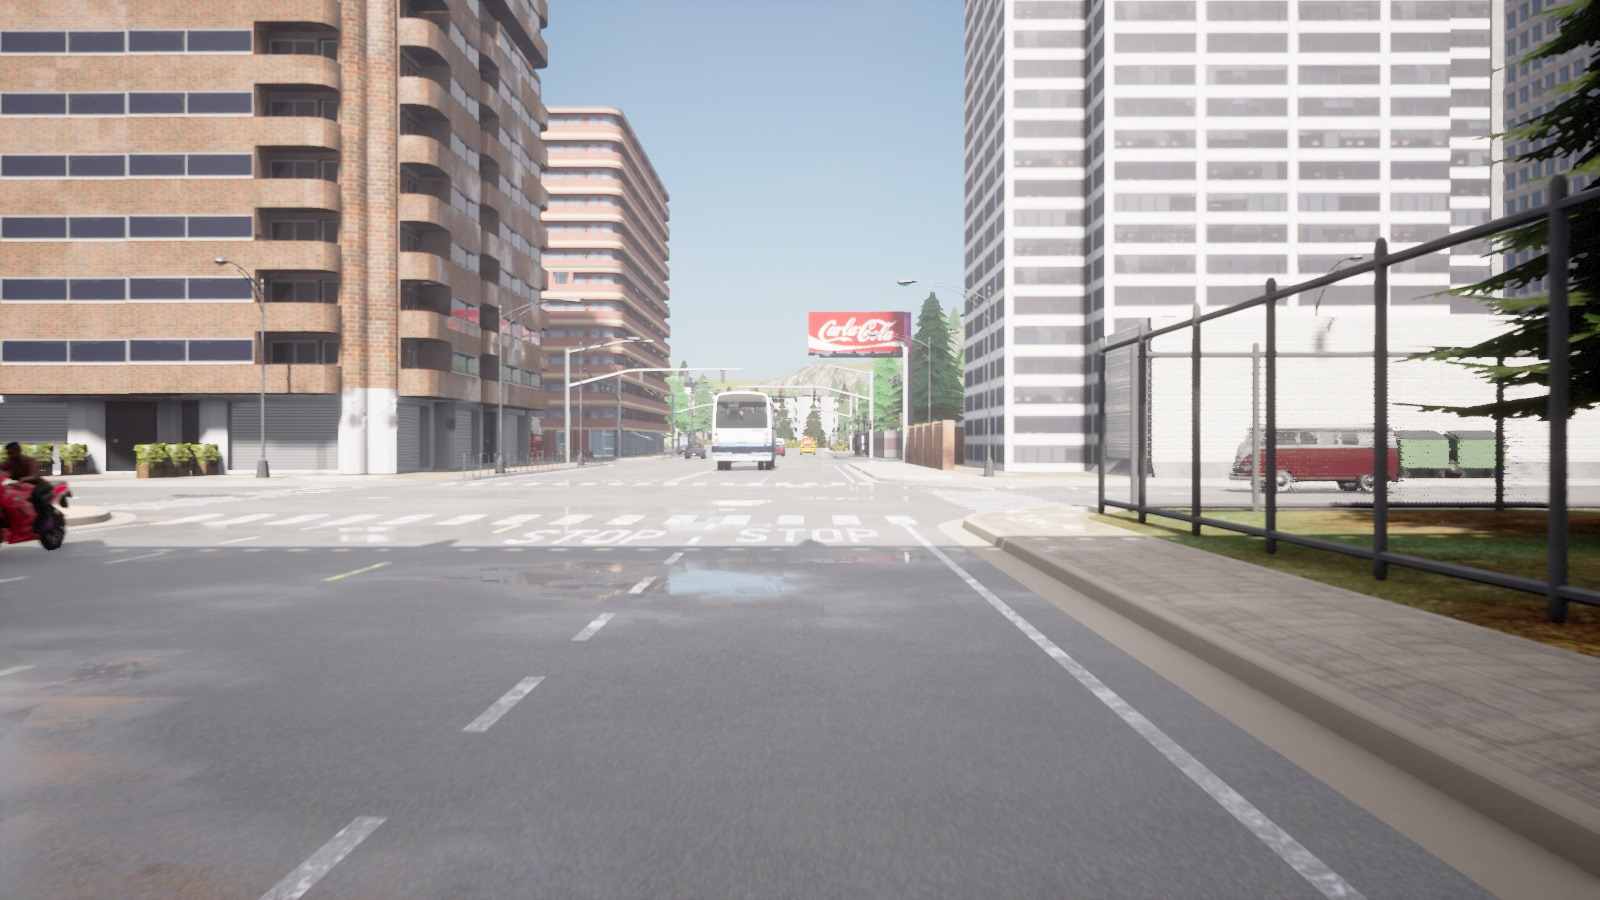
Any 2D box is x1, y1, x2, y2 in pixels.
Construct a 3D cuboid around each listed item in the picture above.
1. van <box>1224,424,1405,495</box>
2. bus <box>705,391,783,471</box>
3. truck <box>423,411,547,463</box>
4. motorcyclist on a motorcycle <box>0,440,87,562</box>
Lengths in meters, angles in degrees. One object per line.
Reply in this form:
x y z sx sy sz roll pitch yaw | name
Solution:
14.602 0.254 35.804 4.442 1.987 1.775 0 0 0 | van
-3.055 -1.037 71.833 3.944 4.253 10.273 0 0 0 | bus
-23.154 -0.959 92.614 8.468 3.827 2.891 0 0 1 | truck
-10.386 0.627 16.557 0.797 1.523 2.044 0 0 0 | motorcyclist on a motorcycle
